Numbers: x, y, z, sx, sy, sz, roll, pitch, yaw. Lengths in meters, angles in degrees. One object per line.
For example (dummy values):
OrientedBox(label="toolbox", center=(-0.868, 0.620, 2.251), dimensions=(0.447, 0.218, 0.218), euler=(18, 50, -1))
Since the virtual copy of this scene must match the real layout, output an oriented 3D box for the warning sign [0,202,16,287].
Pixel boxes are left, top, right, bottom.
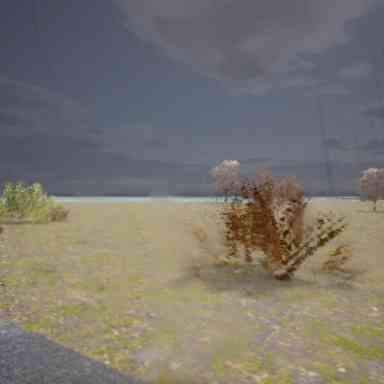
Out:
OrientedBox(label="warning sign", center=(-4.832, 1.169, 7.371), dimensions=(1.060, 1.860, 1.300), euler=(-1, 0, 36))
